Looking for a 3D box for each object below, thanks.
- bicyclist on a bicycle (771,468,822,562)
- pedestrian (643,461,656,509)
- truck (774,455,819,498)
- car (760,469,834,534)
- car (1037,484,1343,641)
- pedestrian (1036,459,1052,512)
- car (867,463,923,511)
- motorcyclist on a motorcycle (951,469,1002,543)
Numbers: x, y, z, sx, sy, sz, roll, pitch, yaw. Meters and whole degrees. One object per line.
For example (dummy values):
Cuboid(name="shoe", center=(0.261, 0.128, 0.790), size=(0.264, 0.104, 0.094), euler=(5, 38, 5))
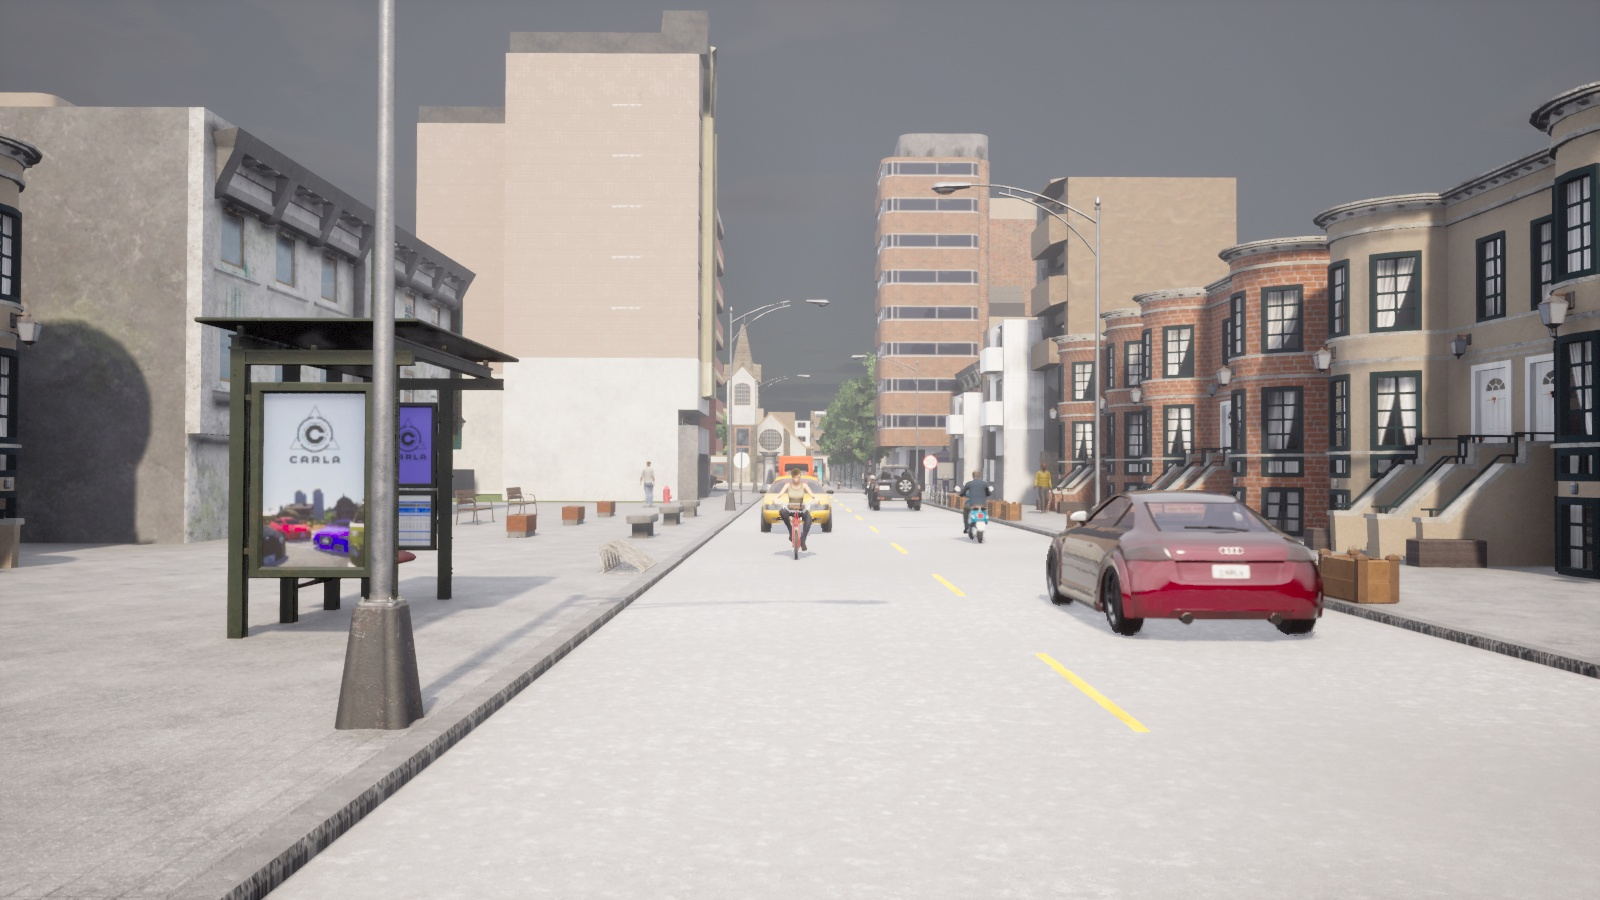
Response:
Cuboid(name="bicyclist on a bicycle", center=(-0.059, 1.125, 22.278), size=(0.866, 1.612, 1.509), euler=(0, -1, 0))
Cuboid(name="pedestrian", center=(-5.898, 1.370, 49.108), size=(0.354, 1.836, 0.706), euler=(0, -1, 6))
Cuboid(name="truck", center=(-0.233, 1.599, 75.855), size=(2.627, 2.467, 5.204), euler=(0, -1, -1))
Cuboid(name="car", center=(-0.082, 1.312, 33.306), size=(1.801, 1.575, 5.366), euler=(0, -1, 0))
Cuboid(name="car", center=(3.967, 1.090, 13.591), size=(1.994, 1.385, 4.181), euler=(0, -1, 0))
Cuboid(name="pedestrian", center=(8.461, 1.220, 43.569), size=(0.370, 1.835, 0.726), euler=(0, -1, -1))
Cuboid(name="car", center=(3.848, 1.478, 51.478), size=(1.932, 1.855, 4.605), euler=(0, -1, 0))
Cuboid(name="motorcyclist on a motorcycle", center=(3.932, 1.223, 28.087), size=(0.866, 1.590, 1.817), euler=(0, -1, 0))
